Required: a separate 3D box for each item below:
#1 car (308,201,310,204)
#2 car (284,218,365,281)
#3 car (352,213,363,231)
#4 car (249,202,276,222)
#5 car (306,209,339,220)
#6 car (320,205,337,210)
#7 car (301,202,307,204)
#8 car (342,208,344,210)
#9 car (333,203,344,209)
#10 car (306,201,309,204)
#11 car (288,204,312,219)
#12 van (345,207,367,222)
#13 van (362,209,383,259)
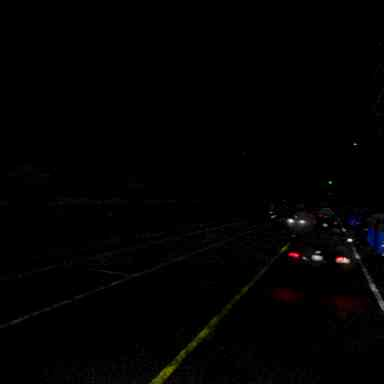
[{"bbox_3d":[27.895,3.529,83.559,1.887,1.381,4.507,2,-1,22],"label":"car"},{"bbox_3d":[4.250,1.843,11.048,2.033,1.411,5.357,2,-1,23],"label":"car"},{"bbox_3d":[10.680,2.197,19.422,1.887,1.381,4.507,2,-1,22],"label":"car"},{"bbox_3d":[7.112,1.954,33.104,2.192,1.841,5.009,2,-1,22],"label":"car"},{"bbox_3d":[9.511,2.212,23.815,1.994,1.385,4.181,2,-1,22],"label":"car"},{"bbox_3d":[15.328,2.557,38.191,1.812,1.442,4.674,2,-1,22],"label":"car"},{"bbox_3d":[23.679,3.234,73.326,1.752,1.417,4.829,2,-1,22],"label":"car"},{"bbox_3d":[17.148,2.643,35.117,1.947,1.339,4.313,2,-1,22],"label":"car"},{"bbox_3d":[37.863,3.860,85.379,1.967,1.590,4.097,2,-1,22],"label":"car"},{"bbox_3d":[25.819,3.399,78.520,2.008,1.369,4.403,2,-1,22],"label":"car"},{"bbox_3d":[12.813,2.491,40.001,2.033,1.411,5.357,2,-1,23],"label":"car"},{"bbox_3d":[15.001,2.278,29.888,1.690,1.788,3.998,2,-1,22],"label":"van"},{"bbox_3d":[8.532,1.850,14.192,1.690,1.788,3.998,2,-1,22],"label":"van"}]
